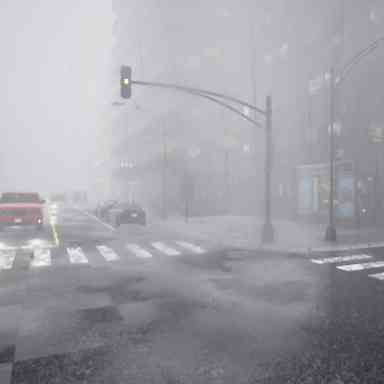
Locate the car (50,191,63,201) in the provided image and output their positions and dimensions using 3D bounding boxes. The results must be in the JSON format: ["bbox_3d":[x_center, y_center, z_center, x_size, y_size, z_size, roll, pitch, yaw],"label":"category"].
[{"bbox_3d":[-22.680,0.649,55.408,1.837,1.490,4.892,1,1,-24],"label":"car"}]

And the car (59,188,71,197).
[{"bbox_3d":[-29.286,0.145,76.670,2.192,1.841,5.009,1,0,-24],"label":"car"}]

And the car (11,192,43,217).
[{"bbox_3d":[-13.194,0.928,26.871,2.097,1.767,4.553,1,1,-24],"label":"car"}]

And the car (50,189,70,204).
[{"bbox_3d":[-18.545,0.776,46.225,1.882,1.535,5.008,1,1,-24],"label":"car"}]

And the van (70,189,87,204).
[{"bbox_3d":[-15.565,0.682,46.196,1.690,1.788,3.998,1,0,-24],"label":"van"}]

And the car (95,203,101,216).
[{"bbox_3d":[-6.423,1.265,25.879,1.802,1.307,4.206,1,0,-24],"label":"car"}]

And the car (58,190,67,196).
[{"bbox_3d":[-33.935,0.183,86.985,1.752,1.417,4.829,1,0,-24],"label":"car"}]

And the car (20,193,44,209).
[{"bbox_3d":[-17.267,0.914,36.082,2.128,1.511,4.902,1,1,-24],"label":"car"}]

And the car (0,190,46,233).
[{"bbox_3d":[-9.311,0.944,18.124,2.150,2.045,5.566,1,1,-25],"label":"car"}]

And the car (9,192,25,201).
[{"bbox_3d":[-27.801,0.663,52.949,1.947,1.339,4.313,1,0,-24],"label":"car"}]

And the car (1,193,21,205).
[{"bbox_3d":[-23.227,0.834,42.791,1.947,1.339,4.313,1,0,-24],"label":"car"}]

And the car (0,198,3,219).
[{"bbox_3d":[-14.079,1.154,22.474,1.887,1.381,4.507,1,0,-24],"label":"car"}]

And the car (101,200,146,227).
[{"bbox_3d":[-4.135,1.334,20.800,1.947,1.339,4.313,1,0,-24],"label":"car"}]
